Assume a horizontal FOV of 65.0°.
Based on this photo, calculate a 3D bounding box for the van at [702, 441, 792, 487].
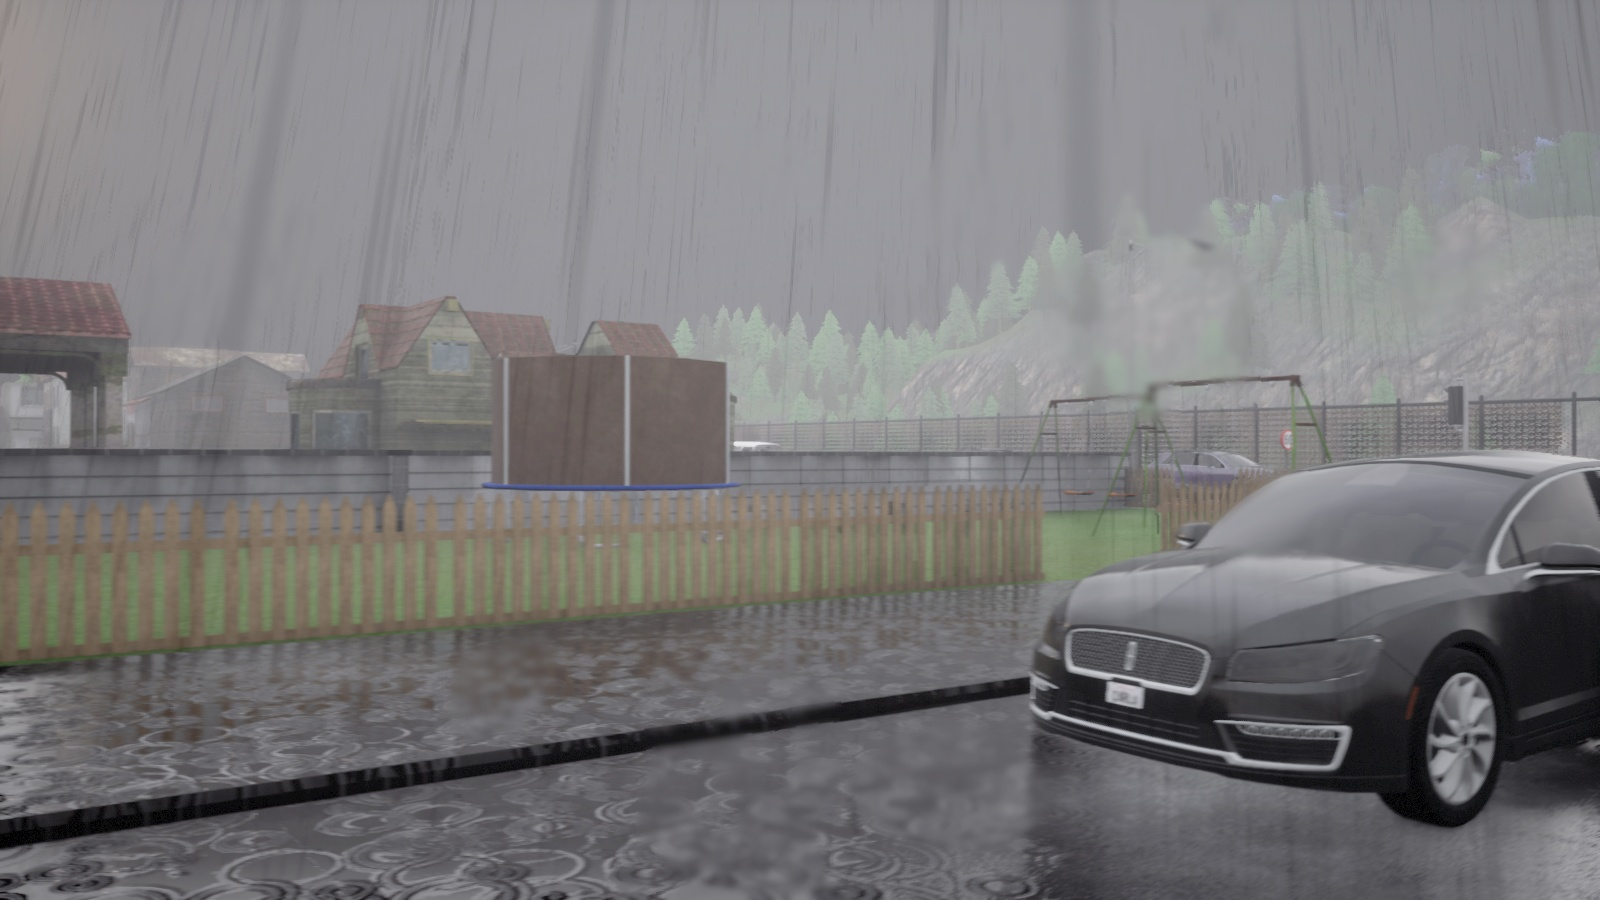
[{"bbox_3d":[-2.476,0.616,57.986,2.069,2.038,4.480,0,0,-35],"label":"van"}]

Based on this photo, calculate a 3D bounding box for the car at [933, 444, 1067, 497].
[{"bbox_3d":[7.011,0.697,44.358,2.097,1.767,4.553,0,0,-35],"label":"car"}]

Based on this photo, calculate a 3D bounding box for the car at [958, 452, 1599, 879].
[{"bbox_3d":[3.278,0.759,6.549,4.892,1.490,1.837,0,0,-35],"label":"car"}]

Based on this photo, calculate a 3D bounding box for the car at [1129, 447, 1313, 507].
[{"bbox_3d":[12.238,0.739,36.847,2.033,1.649,4.856,0,0,-35],"label":"car"}]
